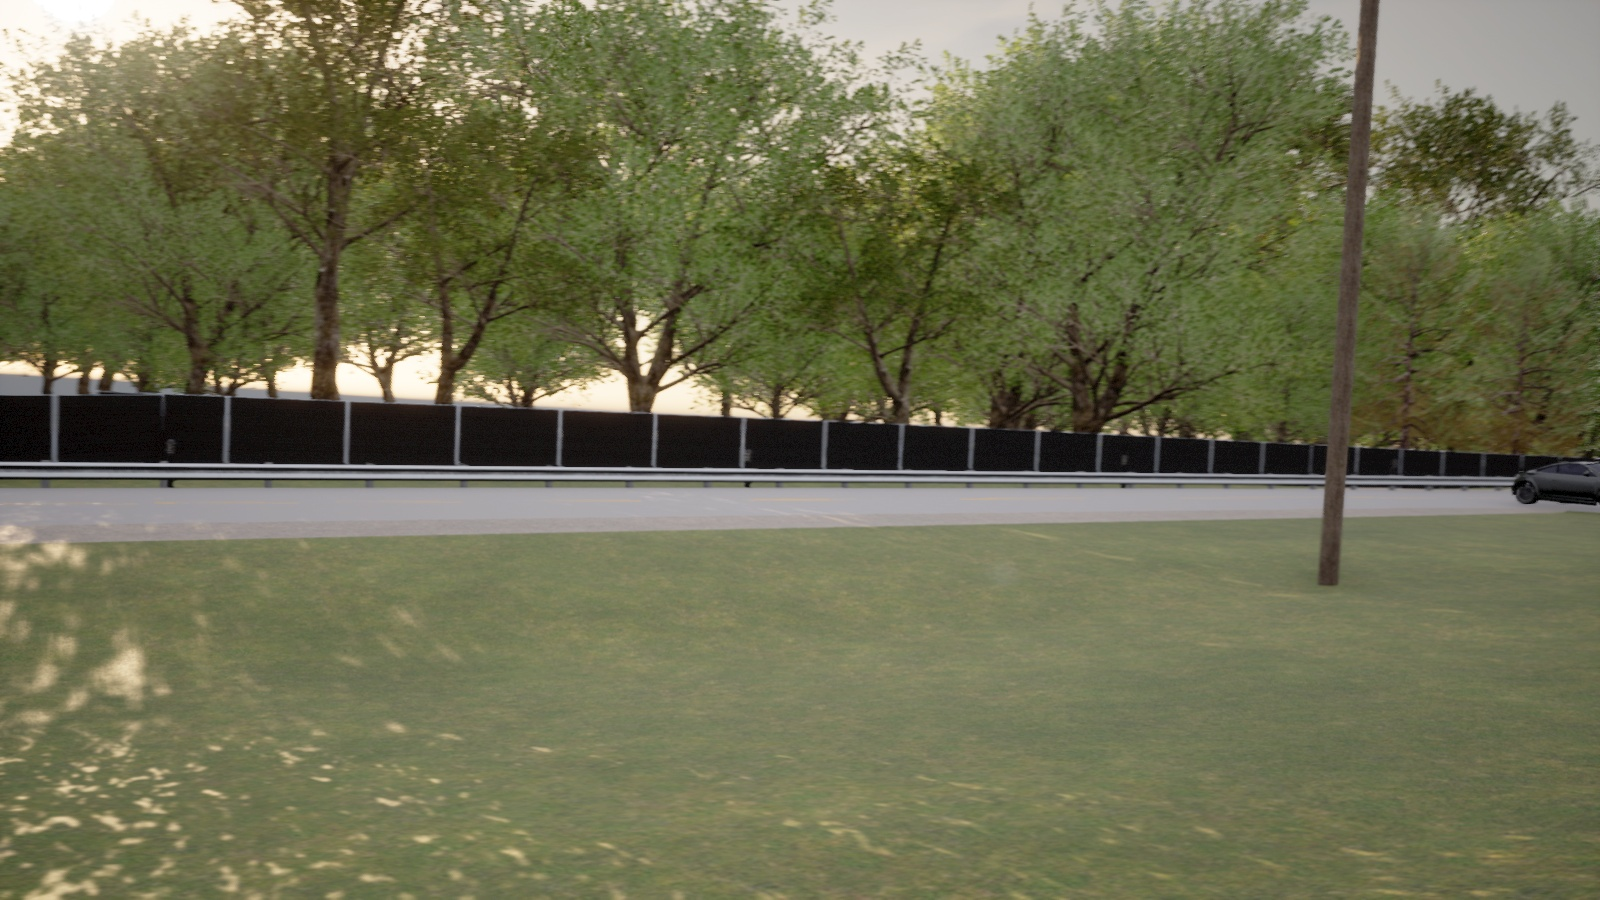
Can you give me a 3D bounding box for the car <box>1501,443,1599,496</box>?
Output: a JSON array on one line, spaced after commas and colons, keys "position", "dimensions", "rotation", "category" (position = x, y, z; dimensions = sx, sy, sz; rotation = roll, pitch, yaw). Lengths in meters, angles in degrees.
[{"position": [23.366, 0.569, 37.134], "dimensions": [1.994, 1.385, 4.181], "rotation": [0, 3, -24], "category": "car"}]
